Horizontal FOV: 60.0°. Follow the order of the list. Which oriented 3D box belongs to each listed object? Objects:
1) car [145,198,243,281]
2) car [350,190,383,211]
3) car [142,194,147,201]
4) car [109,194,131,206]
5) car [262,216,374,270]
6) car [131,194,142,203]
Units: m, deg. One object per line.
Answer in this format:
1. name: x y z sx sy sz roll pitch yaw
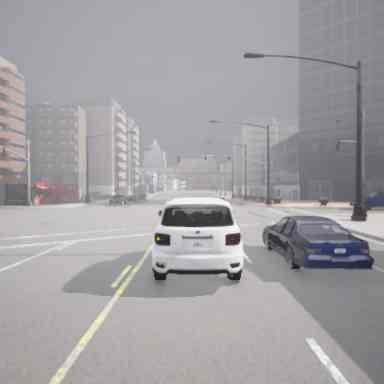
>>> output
1. car: 0.139 1.165 9.827 2.150 2.045 5.566 0 1 0
2. car: 19.121 0.828 33.832 5.566 2.045 2.150 0 1 1
3. car: -10.190 1.047 66.953 1.882 1.535 5.008 0 0 1
4. car: -10.342 1.095 46.865 1.837 1.490 4.892 0 0 1
5. car: 3.656 1.474 10.712 2.033 1.411 5.357 0 1 0
6. car: -10.288 1.131 56.865 1.994 1.385 4.181 0 0 0
